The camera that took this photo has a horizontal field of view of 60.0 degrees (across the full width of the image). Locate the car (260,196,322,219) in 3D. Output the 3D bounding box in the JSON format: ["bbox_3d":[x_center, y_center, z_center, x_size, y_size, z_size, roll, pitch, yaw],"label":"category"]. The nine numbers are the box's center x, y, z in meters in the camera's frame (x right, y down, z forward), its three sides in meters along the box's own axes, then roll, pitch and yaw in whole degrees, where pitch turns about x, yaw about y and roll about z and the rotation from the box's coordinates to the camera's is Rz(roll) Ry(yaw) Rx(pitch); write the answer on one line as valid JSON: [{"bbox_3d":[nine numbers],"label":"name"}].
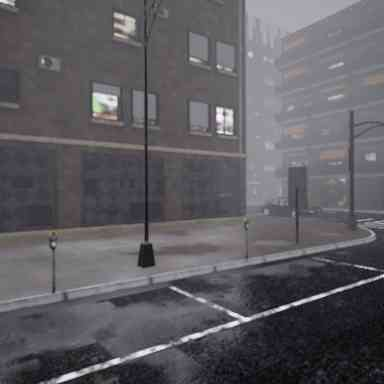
[{"bbox_3d":[7.071,1.196,24.797,2.008,1.369,4.403,1,0,-36],"label":"car"}]

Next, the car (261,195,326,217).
[{"bbox_3d":[8.259,1.086,27.545,1.882,1.535,5.008,0,1,-36],"label":"car"}]
